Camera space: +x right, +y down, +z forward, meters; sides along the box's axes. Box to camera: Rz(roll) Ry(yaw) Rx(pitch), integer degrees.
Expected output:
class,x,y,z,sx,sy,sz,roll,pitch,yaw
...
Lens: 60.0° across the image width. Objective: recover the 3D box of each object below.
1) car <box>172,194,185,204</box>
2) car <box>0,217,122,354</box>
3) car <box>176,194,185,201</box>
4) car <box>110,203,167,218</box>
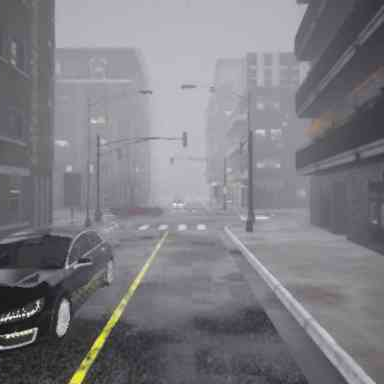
class,x,y,z,sx,sy,sz,roll,pitch,yaw
car,-2.756,1.465,64.578,2.128,1.511,4.902,0,0,0
car,-2.836,1.495,6.492,1.837,1.490,4.892,0,0,0
car,-2.736,1.320,80.143,2.097,1.767,4.553,0,0,0
car,-4.664,1.607,29.412,4.718,1.301,1.895,-1,0,7
